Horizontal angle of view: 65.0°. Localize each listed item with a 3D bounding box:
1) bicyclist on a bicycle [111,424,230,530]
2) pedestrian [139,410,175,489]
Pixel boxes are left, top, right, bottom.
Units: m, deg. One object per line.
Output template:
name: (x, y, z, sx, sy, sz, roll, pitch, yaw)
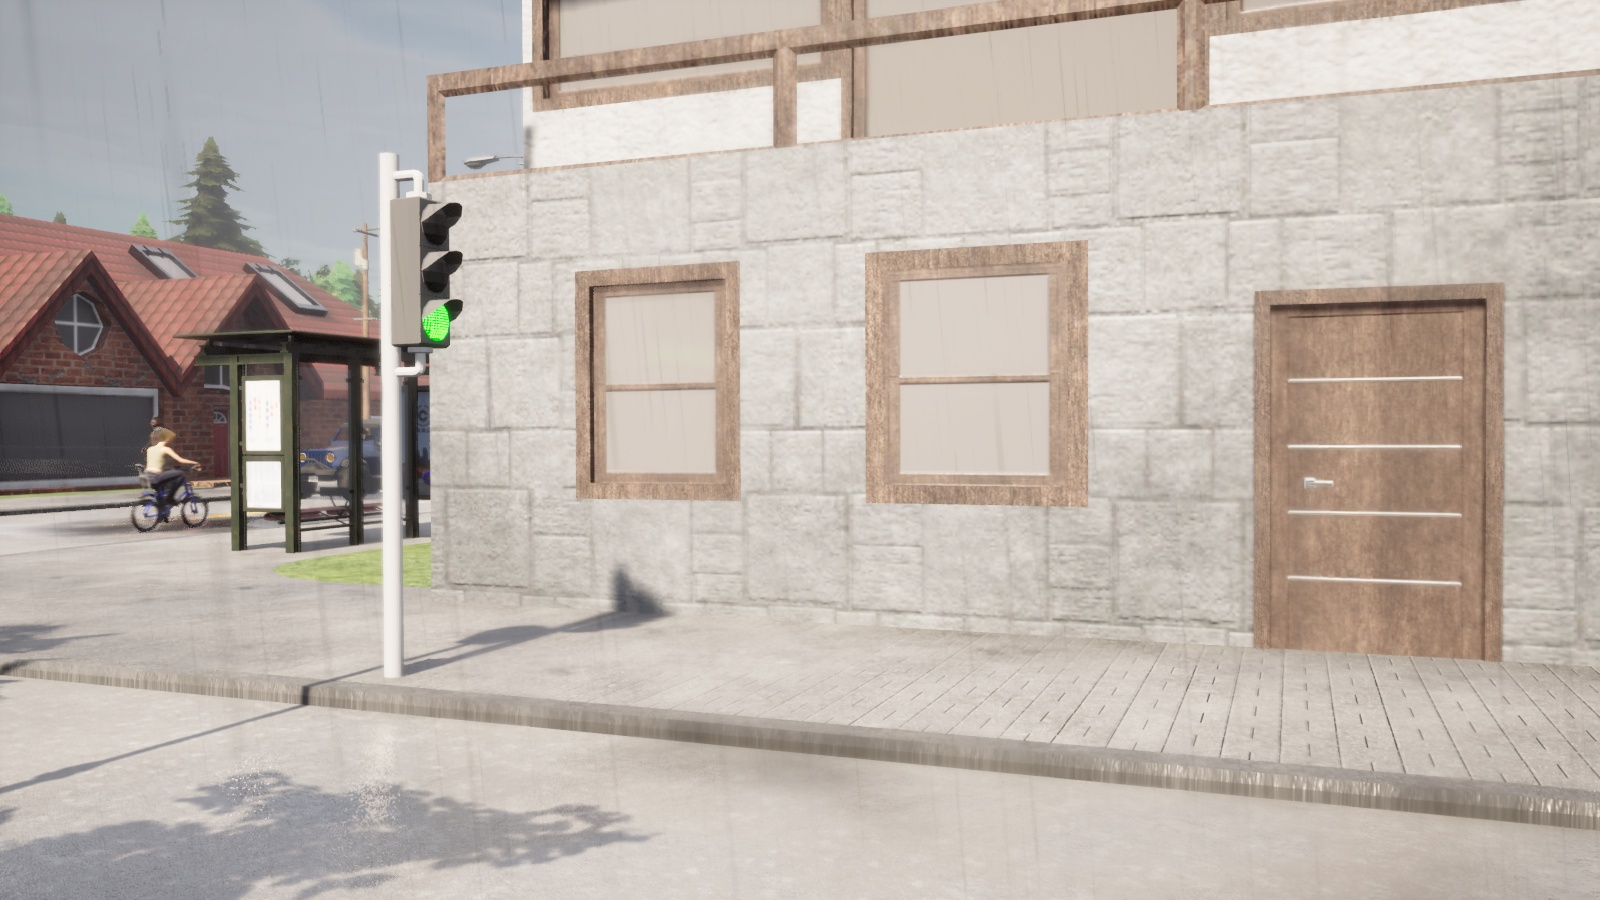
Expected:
bicyclist on a bicycle: (-10.039, 0.404, 20.074, 0.866, 1.612, 1.509, 1, 1, 20)
pedestrian: (-15.965, -0.023, 31.185, 0.402, 1.930, 0.666, 1, 1, 37)
